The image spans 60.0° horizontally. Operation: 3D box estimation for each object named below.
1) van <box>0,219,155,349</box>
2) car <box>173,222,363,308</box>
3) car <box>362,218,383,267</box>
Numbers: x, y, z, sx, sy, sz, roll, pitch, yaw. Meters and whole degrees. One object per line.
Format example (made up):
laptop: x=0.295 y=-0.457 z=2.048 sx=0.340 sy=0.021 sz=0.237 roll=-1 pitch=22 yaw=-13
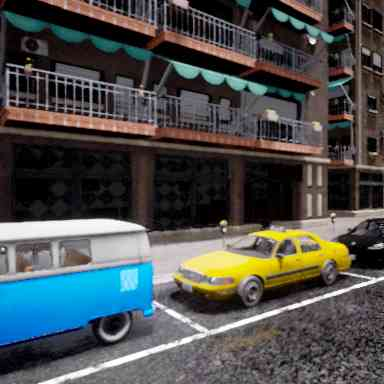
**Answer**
van: x=-2.491 y=1.341 z=4.780 sx=3.998 sy=1.788 sz=1.690 roll=0 pitch=0 yaw=-36
car: x=1.866 y=1.522 z=7.889 sx=4.829 sy=1.417 sz=1.752 roll=0 pitch=0 yaw=-36
car: x=6.500 y=1.560 z=11.196 sx=4.313 sy=1.339 sz=1.947 roll=0 pitch=0 yaw=-36
